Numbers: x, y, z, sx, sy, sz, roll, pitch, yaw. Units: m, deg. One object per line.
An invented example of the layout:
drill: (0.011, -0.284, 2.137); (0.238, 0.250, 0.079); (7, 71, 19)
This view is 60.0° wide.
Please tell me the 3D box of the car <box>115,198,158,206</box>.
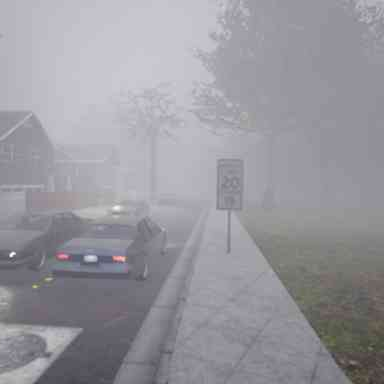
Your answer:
car: (-3.884, 1.111, 21.380); (2.033, 1.411, 5.357); (1, 1, 4)

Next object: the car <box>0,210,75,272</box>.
car: (-4.679, 1.291, 10.278); (2.033, 1.411, 5.357); (1, 1, 4)

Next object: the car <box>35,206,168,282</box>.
car: (-1.892, 1.362, 9.281); (2.033, 1.411, 5.357); (1, 1, 4)

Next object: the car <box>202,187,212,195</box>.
car: (4.096, -0.270, 93.007); (2.150, 2.045, 5.566); (1, 1, 4)

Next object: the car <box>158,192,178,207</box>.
car: (-2.688, 0.781, 37.577); (1.882, 1.535, 5.008); (1, 1, 4)
